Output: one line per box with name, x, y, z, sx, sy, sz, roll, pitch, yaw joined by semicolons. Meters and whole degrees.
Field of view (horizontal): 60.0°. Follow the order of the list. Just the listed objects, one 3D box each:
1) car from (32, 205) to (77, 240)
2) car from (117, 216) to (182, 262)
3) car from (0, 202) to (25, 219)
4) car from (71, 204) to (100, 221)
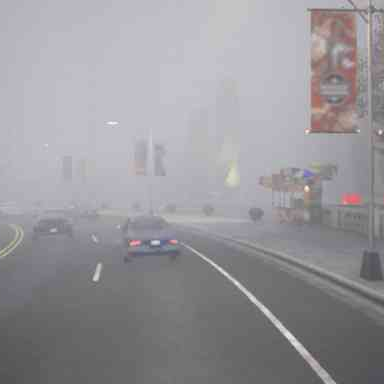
car;-7.342;1.616;17.551;1.812;1.442;4.674;0;0;-23
car;-1.760;1.598;12.528;2.033;1.411;5.357;0;0;-15
car;-17.192;1.702;31.064;4.674;1.442;1.812;0;0;43
car;-9.521;1.683;28.035;2.033;1.411;5.357;0;0;-37
